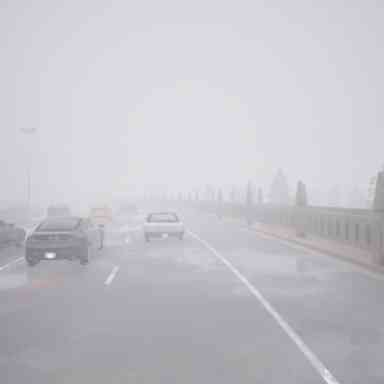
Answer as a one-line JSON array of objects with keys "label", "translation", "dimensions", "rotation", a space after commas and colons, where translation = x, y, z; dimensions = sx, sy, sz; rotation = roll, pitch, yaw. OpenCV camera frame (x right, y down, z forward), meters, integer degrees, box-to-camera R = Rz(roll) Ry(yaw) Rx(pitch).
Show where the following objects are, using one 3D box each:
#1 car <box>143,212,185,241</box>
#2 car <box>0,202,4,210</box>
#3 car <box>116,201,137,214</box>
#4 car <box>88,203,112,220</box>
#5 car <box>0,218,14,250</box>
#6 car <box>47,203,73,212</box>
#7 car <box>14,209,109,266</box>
[{"label": "car", "translation": [-1.597, 1.712, 17.415], "dimensions": [1.895, 1.301, 4.718], "rotation": [0, 0, -10]}, {"label": "car", "translation": [-22.690, 1.830, 37.998], "dimensions": [1.837, 1.490, 4.892], "rotation": [0, 0, -25]}, {"label": "car", "translation": [-7.644, 1.769, 38.785], "dimensions": [1.837, 1.490, 4.892], "rotation": [0, 0, -21]}, {"label": "car", "translation": [-8.338, 1.695, 30.281], "dimensions": [1.882, 1.535, 5.008], "rotation": [0, 0, -17]}, {"label": "car", "translation": [-7.941, 1.636, 12.536], "dimensions": [1.812, 1.442, 4.674], "rotation": [0, 0, -7]}, {"label": "car", "translation": [-12.057, 1.712, 30.455], "dimensions": [1.882, 1.535, 5.008], "rotation": [0, 0, -18]}, {"label": "car", "translation": [-4.363, 1.596, 12.015], "dimensions": [1.837, 1.490, 4.892], "rotation": [0, 0, -6]}]
